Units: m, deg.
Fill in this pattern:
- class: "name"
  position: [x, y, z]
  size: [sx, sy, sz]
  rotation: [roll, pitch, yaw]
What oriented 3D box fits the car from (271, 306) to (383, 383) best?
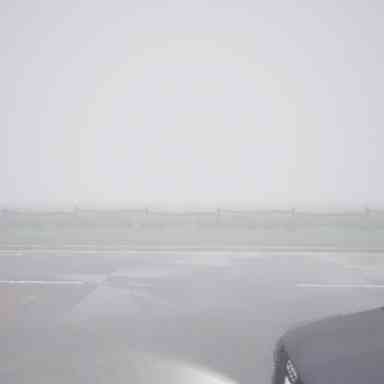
- class: "car"
  position: [2.843, 1.564, 2.830]
  size: [4.181, 1.385, 1.994]
  rotation: [0, 0, 3]
